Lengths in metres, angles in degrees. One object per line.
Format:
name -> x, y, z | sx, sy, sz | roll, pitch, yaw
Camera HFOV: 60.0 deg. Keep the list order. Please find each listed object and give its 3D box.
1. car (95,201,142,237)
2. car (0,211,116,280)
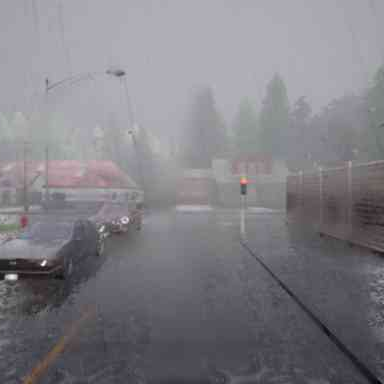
car -> -3.980, 1.328, 17.722 | 2.097, 1.767, 4.553 | 0, 0, 0
car -> -4.060, 1.533, 10.172 | 2.033, 1.411, 5.357 | 0, 0, 0
